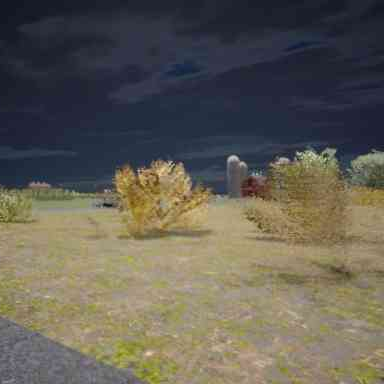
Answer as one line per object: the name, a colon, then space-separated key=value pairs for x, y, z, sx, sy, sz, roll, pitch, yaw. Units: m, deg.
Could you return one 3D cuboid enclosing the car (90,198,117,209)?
car: x=-14.936 y=1.885 z=56.380 sx=2.097 sy=1.767 sz=4.553 roll=-1 pitch=-1 yaw=36
